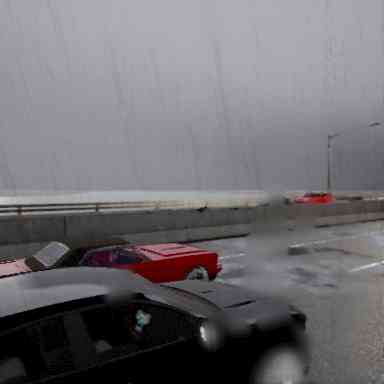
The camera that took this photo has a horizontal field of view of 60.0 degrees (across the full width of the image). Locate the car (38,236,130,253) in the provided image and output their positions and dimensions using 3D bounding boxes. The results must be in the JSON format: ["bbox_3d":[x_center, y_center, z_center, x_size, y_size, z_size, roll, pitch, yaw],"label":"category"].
[{"bbox_3d":[-1.669,1.578,6.853,4.718,1.301,1.895,-1,0,-36],"label":"car"}]

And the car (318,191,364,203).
[{"bbox_3d":[14.369,1.089,31.303,4.553,1.767,2.097,-1,0,-35],"label":"car"}]

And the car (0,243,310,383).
[{"bbox_3d":[-0.965,1.470,3.052,5.008,1.535,1.882,-1,0,-36],"label":"car"}]

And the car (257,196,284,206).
[{"bbox_3d":[9.167,1.228,36.208,5.008,1.535,1.882,-1,0,-35],"label":"car"}]

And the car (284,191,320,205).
[{"bbox_3d":[12.439,0.958,34.230,5.566,2.045,2.150,-1,0,-35],"label":"car"}]
